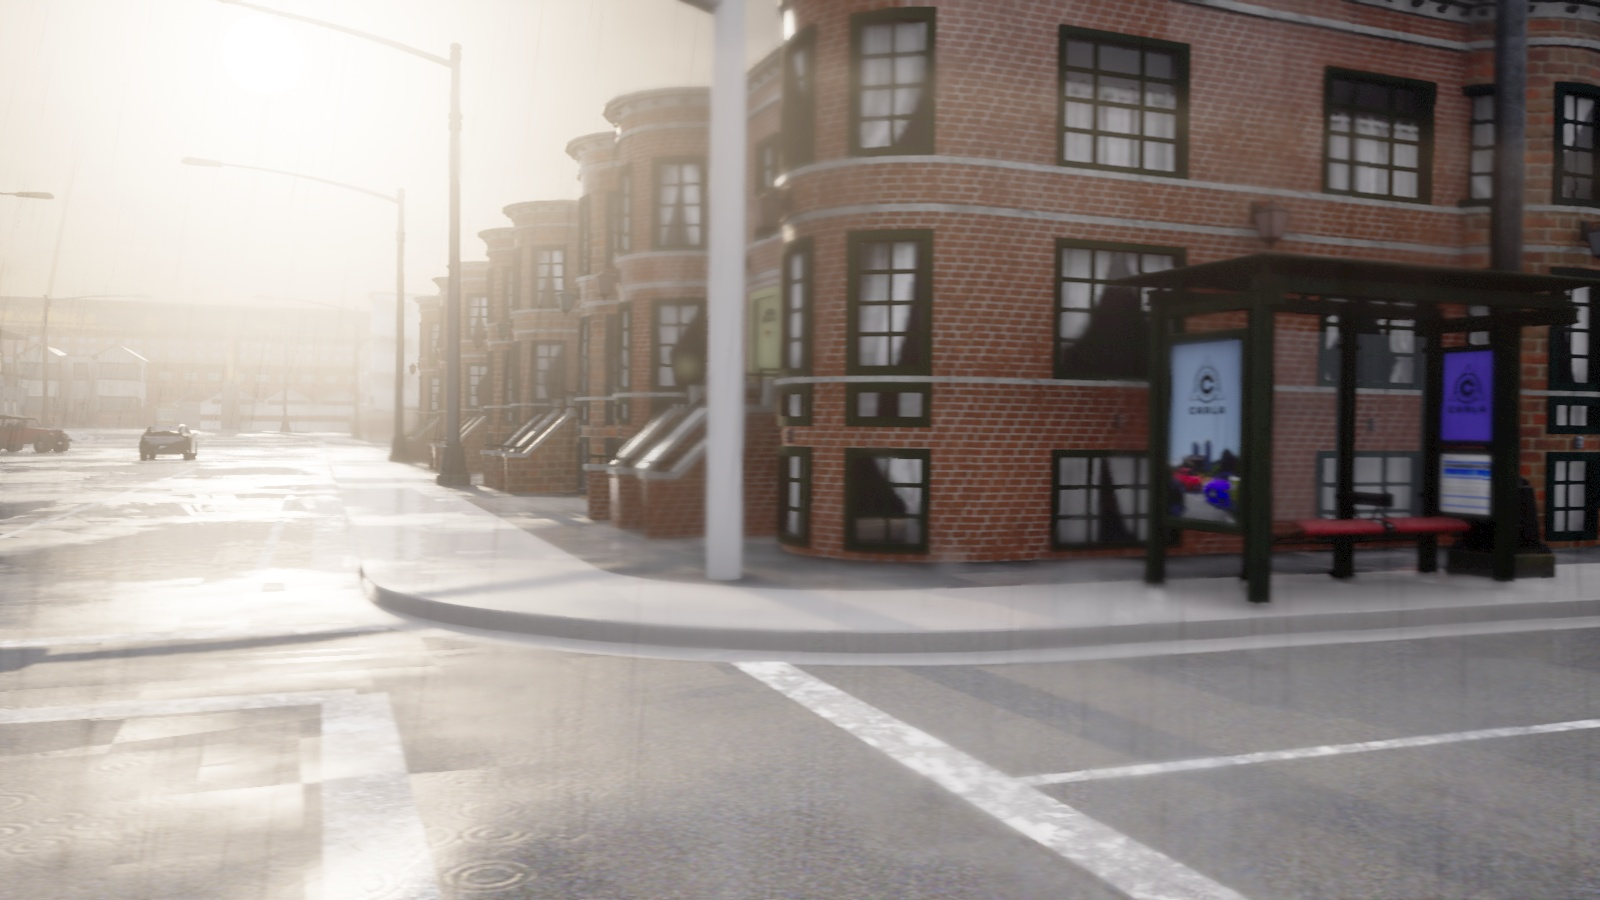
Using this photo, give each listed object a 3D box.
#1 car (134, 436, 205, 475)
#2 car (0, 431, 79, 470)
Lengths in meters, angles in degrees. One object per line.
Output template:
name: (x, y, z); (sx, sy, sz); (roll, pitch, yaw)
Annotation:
car: (-26.230, 0.183, 52.406); (2.128, 1.511, 4.902); (-1, 1, -21)
car: (-38.528, 0.026, 62.704); (3.866, 1.878, 1.905); (-1, 1, -1)
